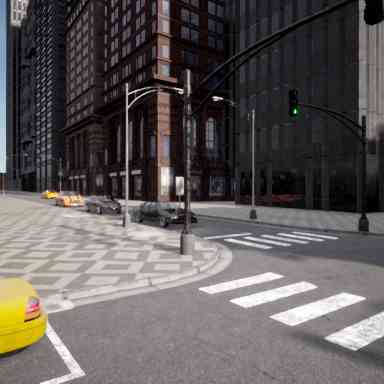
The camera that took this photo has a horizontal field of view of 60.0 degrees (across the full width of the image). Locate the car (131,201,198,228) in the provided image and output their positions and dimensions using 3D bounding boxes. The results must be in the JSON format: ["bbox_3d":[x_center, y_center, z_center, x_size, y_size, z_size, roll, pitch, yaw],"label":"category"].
[{"bbox_3d":[-1.863,1.237,20.275,2.033,1.411,5.357,0,1,-36],"label":"car"}]

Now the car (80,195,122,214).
[{"bbox_3d":[-7.578,1.013,28.219,1.837,1.490,4.892,0,1,-36],"label":"car"}]

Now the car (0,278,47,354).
[{"bbox_3d":[-4.251,1.525,3.617,4.829,1.417,1.752,0,0,-35],"label":"car"}]

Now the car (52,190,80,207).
[{"bbox_3d":[-13.428,0.681,36.355,2.097,1.767,4.553,0,1,-35],"label":"car"}]

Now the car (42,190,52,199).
[{"bbox_3d":[-24.392,0.422,57.049,1.882,1.535,5.008,0,1,-36],"label":"car"}]
